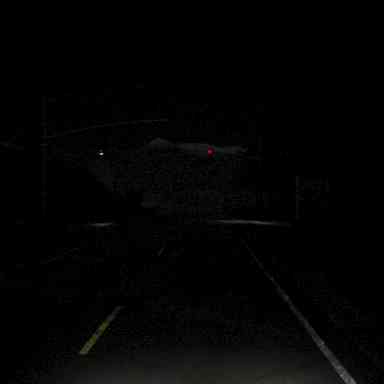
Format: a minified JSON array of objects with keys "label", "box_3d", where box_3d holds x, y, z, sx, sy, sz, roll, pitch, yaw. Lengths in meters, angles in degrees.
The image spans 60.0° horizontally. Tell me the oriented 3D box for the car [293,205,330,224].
[{"label":"car","box_3d":[10.771,1.826,27.136,4.902,1.511,2.128,0,0,3]}]
